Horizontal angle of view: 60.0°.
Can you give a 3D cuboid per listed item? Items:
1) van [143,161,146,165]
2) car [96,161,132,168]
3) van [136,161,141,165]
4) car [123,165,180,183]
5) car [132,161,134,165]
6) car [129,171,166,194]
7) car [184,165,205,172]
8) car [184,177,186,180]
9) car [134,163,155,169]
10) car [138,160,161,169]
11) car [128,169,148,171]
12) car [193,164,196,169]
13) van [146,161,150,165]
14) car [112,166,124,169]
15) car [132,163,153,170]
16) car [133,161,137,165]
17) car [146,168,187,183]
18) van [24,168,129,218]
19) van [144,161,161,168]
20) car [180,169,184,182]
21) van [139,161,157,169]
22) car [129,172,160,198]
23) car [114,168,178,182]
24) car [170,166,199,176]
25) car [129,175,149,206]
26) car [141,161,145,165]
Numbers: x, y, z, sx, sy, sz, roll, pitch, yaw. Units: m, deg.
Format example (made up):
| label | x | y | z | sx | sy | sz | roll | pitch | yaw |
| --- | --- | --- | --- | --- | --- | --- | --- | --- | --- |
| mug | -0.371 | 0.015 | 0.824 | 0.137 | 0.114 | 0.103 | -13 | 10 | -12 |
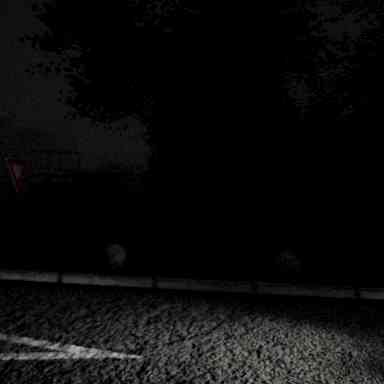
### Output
| label | x | y | z | sx | sy | sz | roll | pitch | yaw |
| --- | --- | --- | --- | --- | --- | --- | --- | --- | --- |
| van | -13.152 | -5.809 | 73.640 | 4.442 | 1.987 | 1.878 | 2 | 5 | 5 |
| car | -14.365 | -4.549 | 59.729 | 5.566 | 2.045 | 2.435 | 2 | 5 | 5 |
| van | -13.440 | -5.285 | 68.057 | 4.442 | 1.987 | 1.878 | 2 | 5 | 5 |
| car | -3.791 | -1.409 | 31.911 | 4.553 | 1.767 | 2.185 | 2 | 5 | 5 |
| car | -14.269 | -4.564 | 62.546 | 5.366 | 1.575 | 1.946 | 2 | 5 | 5 |
| car | -4.572 | -0.490 | 23.672 | 4.792 | 1.488 | 2.163 | 2 | 5 | 5 |
| car | 0.526 | -5.581 | 78.712 | 4.792 | 1.488 | 2.163 | 2 | 6 | 5 |
| car | -3.316 | -1.795 | 37.429 | 5.008 | 1.535 | 2.097 | 2 | 5 | 5 |
| car | -11.994 | -6.638 | 84.768 | 4.892 | 1.521 | 2.231 | 2 | 6 | 5 |
| car | -11.498 | -7.440 | 90.302 | 5.566 | 2.045 | 2.435 | 2 | 6 | 5 |
| car | -4.348 | -0.775 | 26.423 | 4.892 | 1.521 | 2.231 | 2 | 5 | 5 |
| car | -1.949 | -3.327 | 53.958 | 5.366 | 1.575 | 1.946 | 2 | 5 | 5 |
| van | -12.659 | -6.059 | 76.396 | 4.442 | 1.987 | 1.878 | 2 | 6 | 5 |
| car | -7.995 | -2.162 | 40.890 | 1.895 | 1.301 | 4.718 | 2 | 5 | 5 |
| car | -12.265 | -6.329 | 81.994 | 4.674 | 1.452 | 2.002 | 2 | 6 | 5 |
| car | -13.823 | -4.769 | 65.313 | 4.674 | 1.452 | 2.002 | 2 | 5 | 5 |
| car | -3.057 | -2.009 | 40.187 | 4.674 | 1.452 | 2.002 | 2 | 5 | 5 |
| van | -5.482 | 0.016 | 15.406 | 4.442 | 1.987 | 1.878 | 2 | 6 | 5 |
| van | -11.094 | -7.687 | 93.070 | 4.442 | 1.987 | 1.878 | 2 | 6 | 5 |
| car | -3.572 | -1.500 | 34.681 | 4.674 | 1.452 | 2.002 | 2 | 5 | 5 |
| van | -11.616 | -7.131 | 87.517 | 4.442 | 1.987 | 1.878 | 2 | 6 | 5 |
| car | -5.042 | -0.276 | 20.937 | 5.366 | 1.575 | 1.946 | 2 | 6 | 5 |
| car | -4.078 | -1.031 | 29.173 | 5.008 | 1.535 | 2.097 | 2 | 5 | 5 |
| car | -1.242 | -3.822 | 59.444 | 4.892 | 1.521 | 2.231 | 2 | 5 | 5 |
| car | -5.087 | 0.021 | 18.167 | 4.792 | 1.488 | 2.163 | 2 | 6 | 5 |
| car | -13.309 | -5.322 | 70.868 | 5.008 | 1.535 | 2.097 | 2 | 5 | 5 |
